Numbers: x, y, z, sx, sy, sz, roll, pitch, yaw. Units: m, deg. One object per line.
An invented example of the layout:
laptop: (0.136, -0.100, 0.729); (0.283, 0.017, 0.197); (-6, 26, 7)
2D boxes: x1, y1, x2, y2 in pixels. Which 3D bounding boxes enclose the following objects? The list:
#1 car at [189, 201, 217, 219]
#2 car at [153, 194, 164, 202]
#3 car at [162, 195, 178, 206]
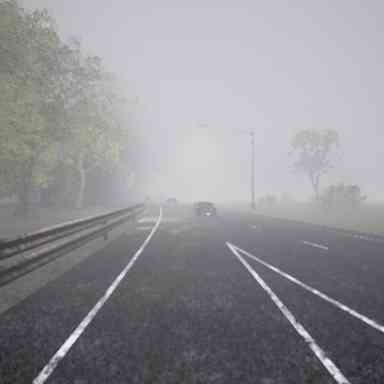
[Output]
car: (0.943, 1.560, 29.549); (1.837, 1.490, 4.892); (0, 0, -9)
car: (-7.928, 1.413, 83.889); (2.150, 2.045, 5.566); (0, 0, -9)
car: (-3.559, 1.642, 57.112); (1.837, 1.490, 4.892); (0, 0, -9)
